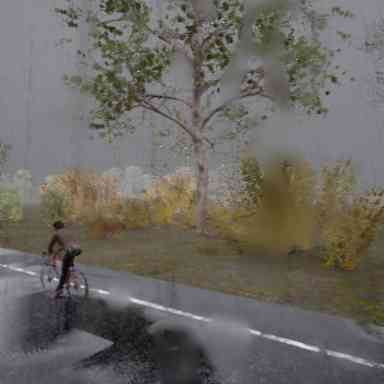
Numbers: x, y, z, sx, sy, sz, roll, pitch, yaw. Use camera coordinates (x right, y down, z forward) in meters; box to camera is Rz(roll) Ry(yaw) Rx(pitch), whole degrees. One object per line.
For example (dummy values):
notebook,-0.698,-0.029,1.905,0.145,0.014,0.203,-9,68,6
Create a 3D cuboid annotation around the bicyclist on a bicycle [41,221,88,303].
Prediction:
bicyclist on a bicycle,-2.718,1.444,6.994,1.656,1.620,0.582,0,0,35
